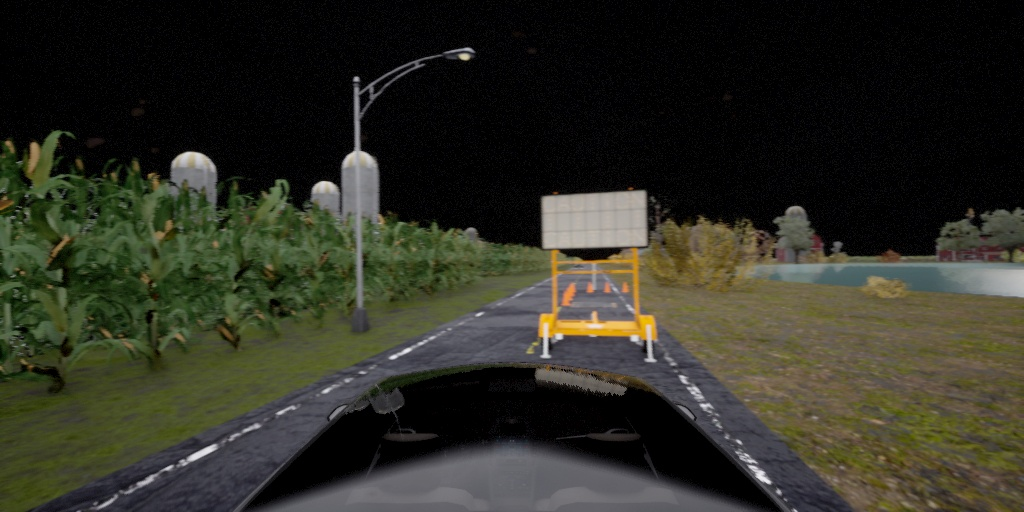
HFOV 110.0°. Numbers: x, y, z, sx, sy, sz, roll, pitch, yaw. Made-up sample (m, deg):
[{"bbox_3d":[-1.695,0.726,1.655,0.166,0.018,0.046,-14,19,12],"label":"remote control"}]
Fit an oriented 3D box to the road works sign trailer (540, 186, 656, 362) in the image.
[{"bbox_3d":[1.957,0.247,8.384,2.380,3.560,2.880,0,0,12],"label":"road works sign trailer"}]
